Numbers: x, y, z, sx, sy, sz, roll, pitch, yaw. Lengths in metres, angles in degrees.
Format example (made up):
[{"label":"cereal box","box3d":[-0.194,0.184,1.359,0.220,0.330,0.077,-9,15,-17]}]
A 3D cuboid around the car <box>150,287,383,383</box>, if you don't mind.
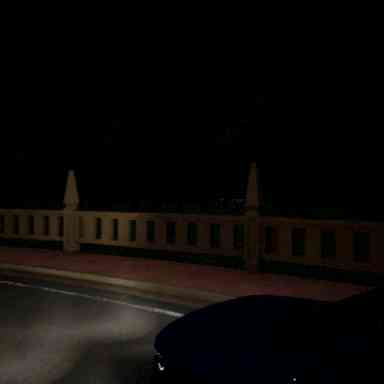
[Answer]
[{"label":"car","box3d":[1.913,1.457,2.389,5.008,1.535,1.882,0,0,35]}]
